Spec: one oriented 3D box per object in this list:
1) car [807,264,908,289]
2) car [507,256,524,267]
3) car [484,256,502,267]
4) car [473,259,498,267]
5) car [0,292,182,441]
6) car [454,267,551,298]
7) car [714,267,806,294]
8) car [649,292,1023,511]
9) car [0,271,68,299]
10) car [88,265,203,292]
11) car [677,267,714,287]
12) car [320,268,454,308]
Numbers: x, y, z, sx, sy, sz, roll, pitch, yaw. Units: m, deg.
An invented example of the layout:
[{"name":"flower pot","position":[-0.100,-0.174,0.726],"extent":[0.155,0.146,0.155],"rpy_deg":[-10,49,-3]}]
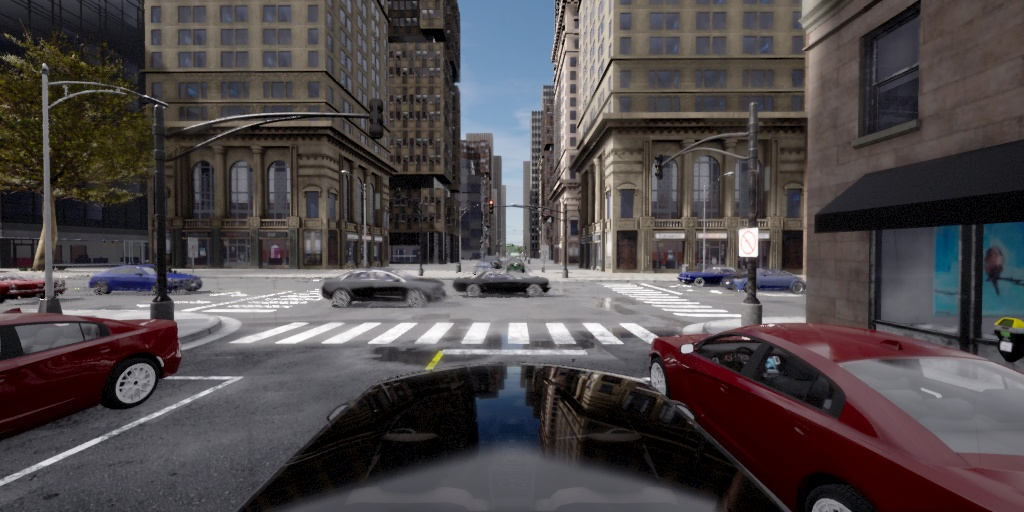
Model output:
[{"name":"car","position":[23.178,1.357,24.202],"extent":[5.008,1.535,1.882],"rpy_deg":[0,1,0]},{"name":"car","position":[0.475,1.090,45.724],"extent":[2.097,1.767,4.553],"rpy_deg":[0,0,1]},{"name":"car","position":[-2.695,0.959,46.371],"extent":[2.150,2.045,5.566],"rpy_deg":[0,0,1]},{"name":"car","position":[-2.794,1.288,36.185],"extent":[2.033,1.411,5.357],"rpy_deg":[0,0,0]},{"name":"car","position":[-5.755,1.295,3.404],"extent":[1.888,1.381,4.507],"rpy_deg":[0,0,0]},{"name":"car","position":[-0.450,1.334,17.733],"extent":[4.718,1.301,1.895],"rpy_deg":[0,0,1]},{"name":"car","position":[14.643,1.418,21.033],"extent":[4.181,1.385,1.994],"rpy_deg":[0,1,1]},{"name":"car","position":[2.771,1.294,3.333],"extent":[1.888,1.381,4.507],"rpy_deg":[0,0,0]},{"name":"car","position":[-21.458,1.254,14.664],"extent":[4.718,1.301,1.895],"rpy_deg":[0,1,1]},{"name":"car","position":[-18.200,1.159,17.882],"extent":[4.674,1.442,1.812],"rpy_deg":[0,1,1]},{"name":"car","position":[13.819,1.400,24.292],"extent":[4.718,1.301,1.895],"rpy_deg":[0,1,1]},{"name":"car","position":[-5.098,1.237,14.523],"extent":[4.902,1.511,2.128],"rpy_deg":[0,0,1]}]
